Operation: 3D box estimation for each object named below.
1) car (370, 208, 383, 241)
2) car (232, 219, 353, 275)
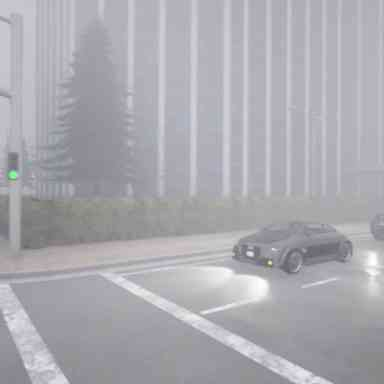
[{"bbox_3d":[10.900,1.299,16.067,5.566,2.045,2.150,0,0,-35],"label":"car"},{"bbox_3d":[3.279,1.587,10.630,4.181,1.385,1.994,0,0,-35],"label":"car"}]
